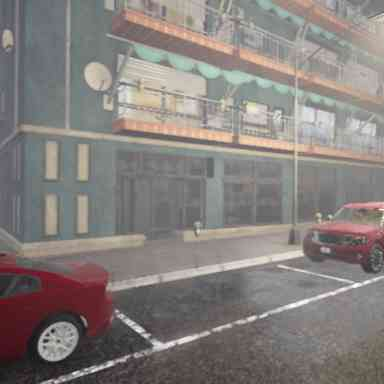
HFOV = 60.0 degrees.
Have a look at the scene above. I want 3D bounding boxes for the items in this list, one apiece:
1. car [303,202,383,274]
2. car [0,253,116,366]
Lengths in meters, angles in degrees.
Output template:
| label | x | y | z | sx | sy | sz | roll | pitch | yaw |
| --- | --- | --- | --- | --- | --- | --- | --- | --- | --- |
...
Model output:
| label | x | y | z | sx | sy | sz | roll | pitch | yaw |
| --- | --- | --- | --- | --- | --- | --- | --- | --- | --- |
| car | 5.737 | 1.274 | 10.641 | 5.009 | 1.841 | 2.192 | 0 | 1 | -36 |
| car | -3.254 | 1.546 | 4.226 | 4.507 | 1.381 | 1.887 | 0 | 1 | -36 |
